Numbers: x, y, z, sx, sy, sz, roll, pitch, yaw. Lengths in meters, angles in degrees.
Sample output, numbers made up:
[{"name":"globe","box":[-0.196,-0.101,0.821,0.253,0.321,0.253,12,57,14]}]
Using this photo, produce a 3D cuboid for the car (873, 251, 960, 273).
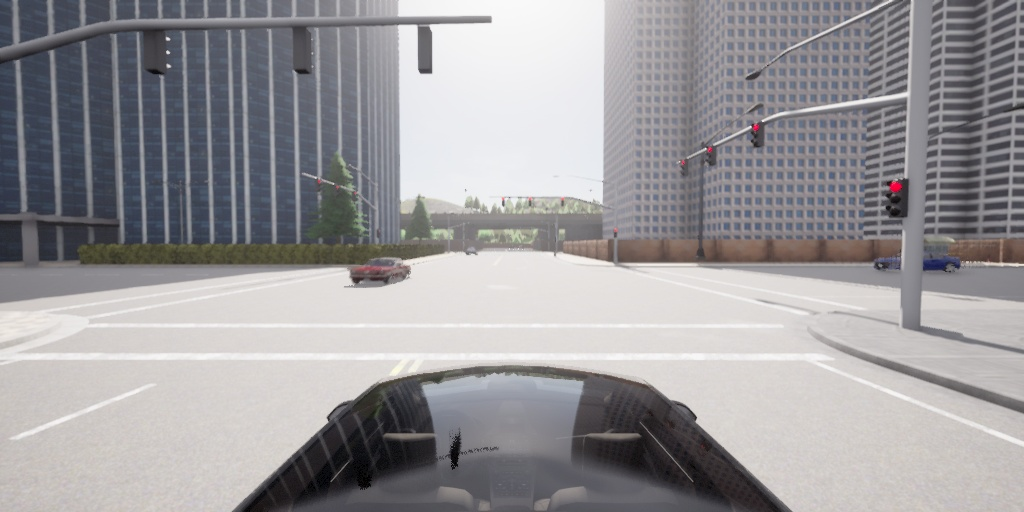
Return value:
[{"name":"car","box":[29.472,0.423,26.195,5.008,1.535,1.882,0,2,1]}]

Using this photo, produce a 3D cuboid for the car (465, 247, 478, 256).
[{"name":"car","box":[-6.998,-0.857,62.542,1.812,1.442,4.674,0,2,0]}]

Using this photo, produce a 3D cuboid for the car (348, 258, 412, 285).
[{"name":"car","box":[-6.999,0.773,19.477,1.895,1.301,4.718,0,2,0]}]
